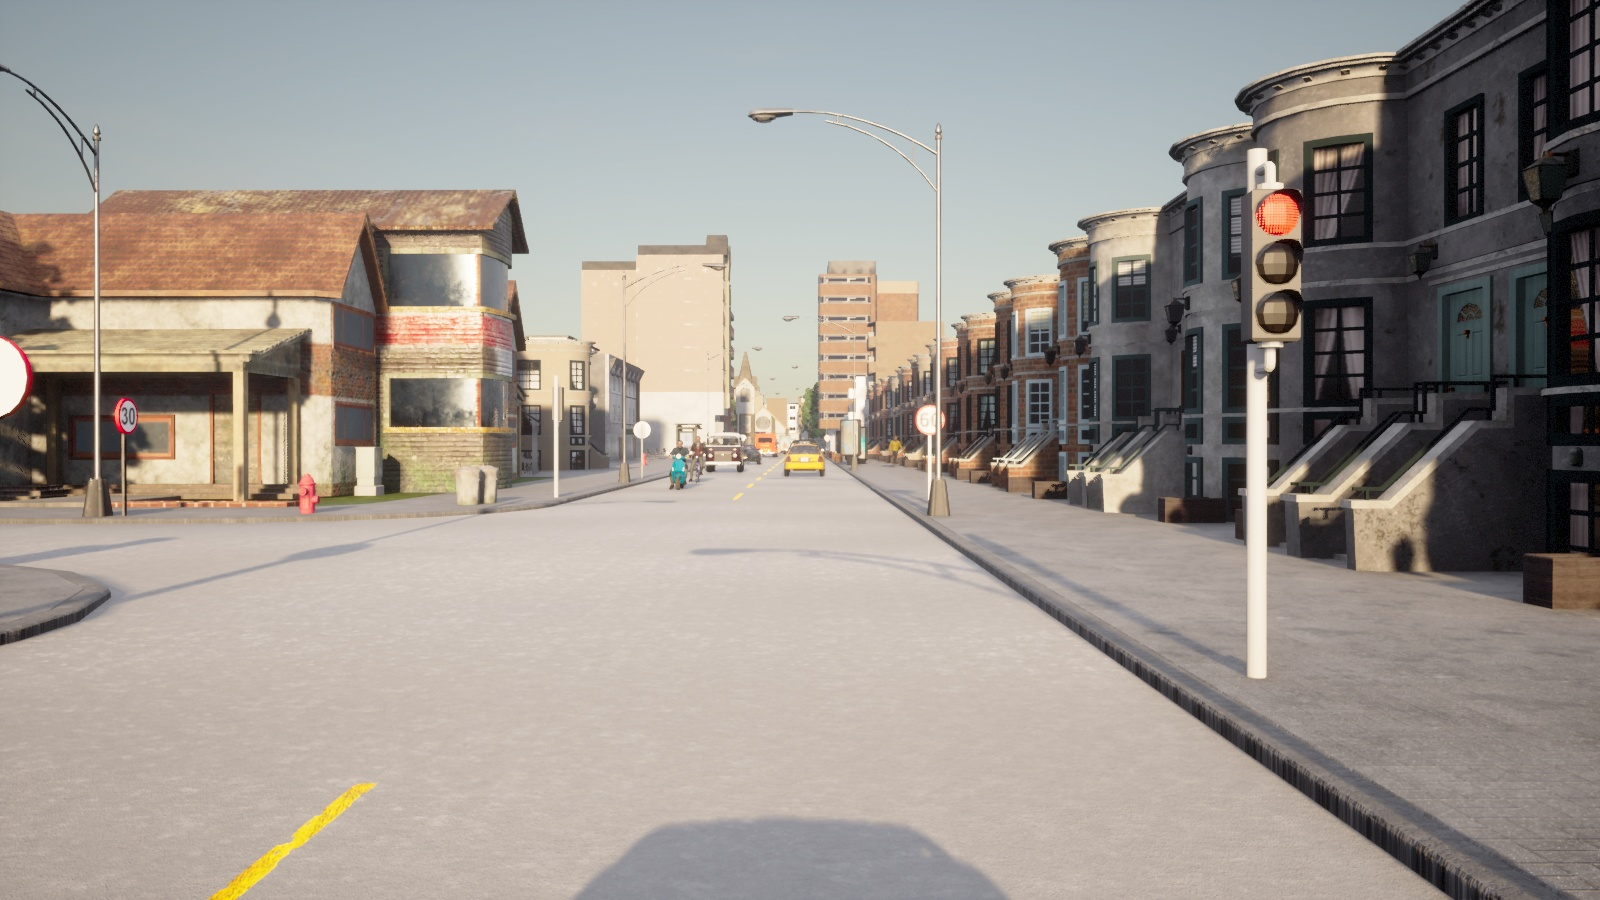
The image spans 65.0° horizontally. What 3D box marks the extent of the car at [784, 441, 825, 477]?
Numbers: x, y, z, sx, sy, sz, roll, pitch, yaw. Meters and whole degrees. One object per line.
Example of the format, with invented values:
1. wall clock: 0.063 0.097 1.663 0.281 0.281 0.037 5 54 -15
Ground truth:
1. car: 0.204 0.363 57.143 1.801 1.575 5.366 0 0 0

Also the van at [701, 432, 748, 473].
1. van: -3.774 0.109 63.365 2.069 2.038 4.480 0 0 0

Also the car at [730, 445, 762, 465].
1. car: -3.690 0.321 86.214 1.994 1.385 4.181 0 0 0

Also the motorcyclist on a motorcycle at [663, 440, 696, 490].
1. motorcyclist on a motorcycle: -3.856 0.469 40.343 0.866 1.590 1.817 0 0 0

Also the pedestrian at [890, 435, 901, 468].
1. pedestrian: 5.324 0.065 70.086 0.431 1.840 0.709 0 0 -16
